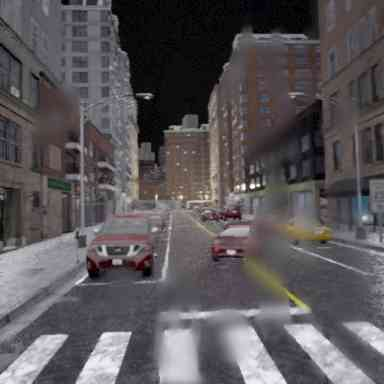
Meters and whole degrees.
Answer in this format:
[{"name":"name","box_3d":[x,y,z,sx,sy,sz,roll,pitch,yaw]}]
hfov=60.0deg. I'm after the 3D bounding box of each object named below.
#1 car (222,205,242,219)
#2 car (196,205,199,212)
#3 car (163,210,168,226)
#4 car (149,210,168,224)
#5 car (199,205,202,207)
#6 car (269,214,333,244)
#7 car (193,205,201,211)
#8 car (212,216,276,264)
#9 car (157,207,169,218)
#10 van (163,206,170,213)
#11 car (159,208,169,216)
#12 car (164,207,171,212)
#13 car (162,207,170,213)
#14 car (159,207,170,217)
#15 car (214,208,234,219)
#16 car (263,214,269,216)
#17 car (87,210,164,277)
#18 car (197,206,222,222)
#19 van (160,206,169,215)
[{"name":"car","box_3d":[4.645,2.492,39.839,2.192,1.841,5.009,-1,-2,-3]},{"name":"car","box_3d":[2.740,3.676,72.657,2.192,1.841,5.009,-1,-2,-3]},{"name":"car","box_3d":[-3.225,2.538,28.397,1.887,1.381,4.507,0,-2,-3]},{"name":"car","box_3d":[-3.860,2.923,39.336,2.008,1.369,4.403,-1,-2,-3]},{"name":"car","box_3d":[3.060,3.708,67.179,2.008,1.369,4.403,-1,-2,-3]},{"name":"car","box_3d":[5.908,1.959,18.121,1.752,1.417,4.829,-1,-2,-3]},{"name":"car","box_3d":[1.474,4.630,94.531,1.967,1.590,4.097,-1,-2,-3]},{"name":"car","box_3d":[2.103,1.925,13.492,1.812,1.442,4.674,-3,-2,19]},{"name":"car","box_3d":[-4.814,3.394,55.748,1.967,1.590,4.097,-1,-2,-3]},{"name":"van","box_3d":[-6.719,4.519,88.566,1.690,1.788,3.998,-1,-2,-3]},{"name":"car","box_3d":[-5.120,3.671,61.043,1.752,1.417,4.829,-1,-2,-3]},{"name":"car","box_3d":[-7.033,4.931,94.028,1.887,1.381,4.507,-1,-2,-3]},{"name":"car","box_3d":[-6.399,4.536,83.089,1.947,1.339,4.313,-1,-2,-3]},{"name":"car","box_3d":[-3.544,2.622,33.870,1.967,1.590,4.097,-1,-2,-3]},{"name":"car","box_3d":[4.330,2.919,45.300,2.008,1.369,4.403,-1,-2,-3]},{"name":"car","box_3d":[5.601,2.193,23.419,1.802,1.307,4.206,-1,-2,-3]},{"name":"car","box_3d":[-2.274,1.757,11.996,2.192,1.841,5.009,0,-2,-3]},{"name":"car","box_3d":[2.002,2.749,39.215,1.812,1.442,4.674,-1,-2,-3]},{"name":"van","box_3d":[-5.450,3.695,66.690,1.690,1.788,3.998,-1,-2,-3]}]
